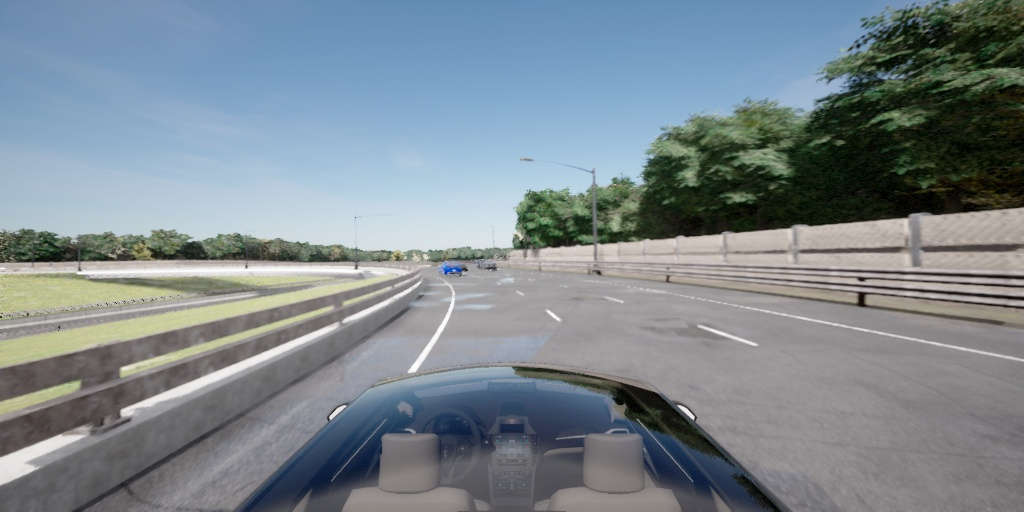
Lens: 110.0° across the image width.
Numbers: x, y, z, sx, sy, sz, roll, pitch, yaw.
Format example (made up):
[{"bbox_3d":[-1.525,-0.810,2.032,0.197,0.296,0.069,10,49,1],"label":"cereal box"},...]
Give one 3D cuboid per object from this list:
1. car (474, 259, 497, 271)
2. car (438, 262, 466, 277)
[{"bbox_3d":[-3.613,1.377,50.717,2.033,1.411,5.357,-1,0,-20],"label":"car"},{"bbox_3d":[-6.814,1.370,39.128,1.882,1.535,5.008,-1,0,-21],"label":"car"}]
